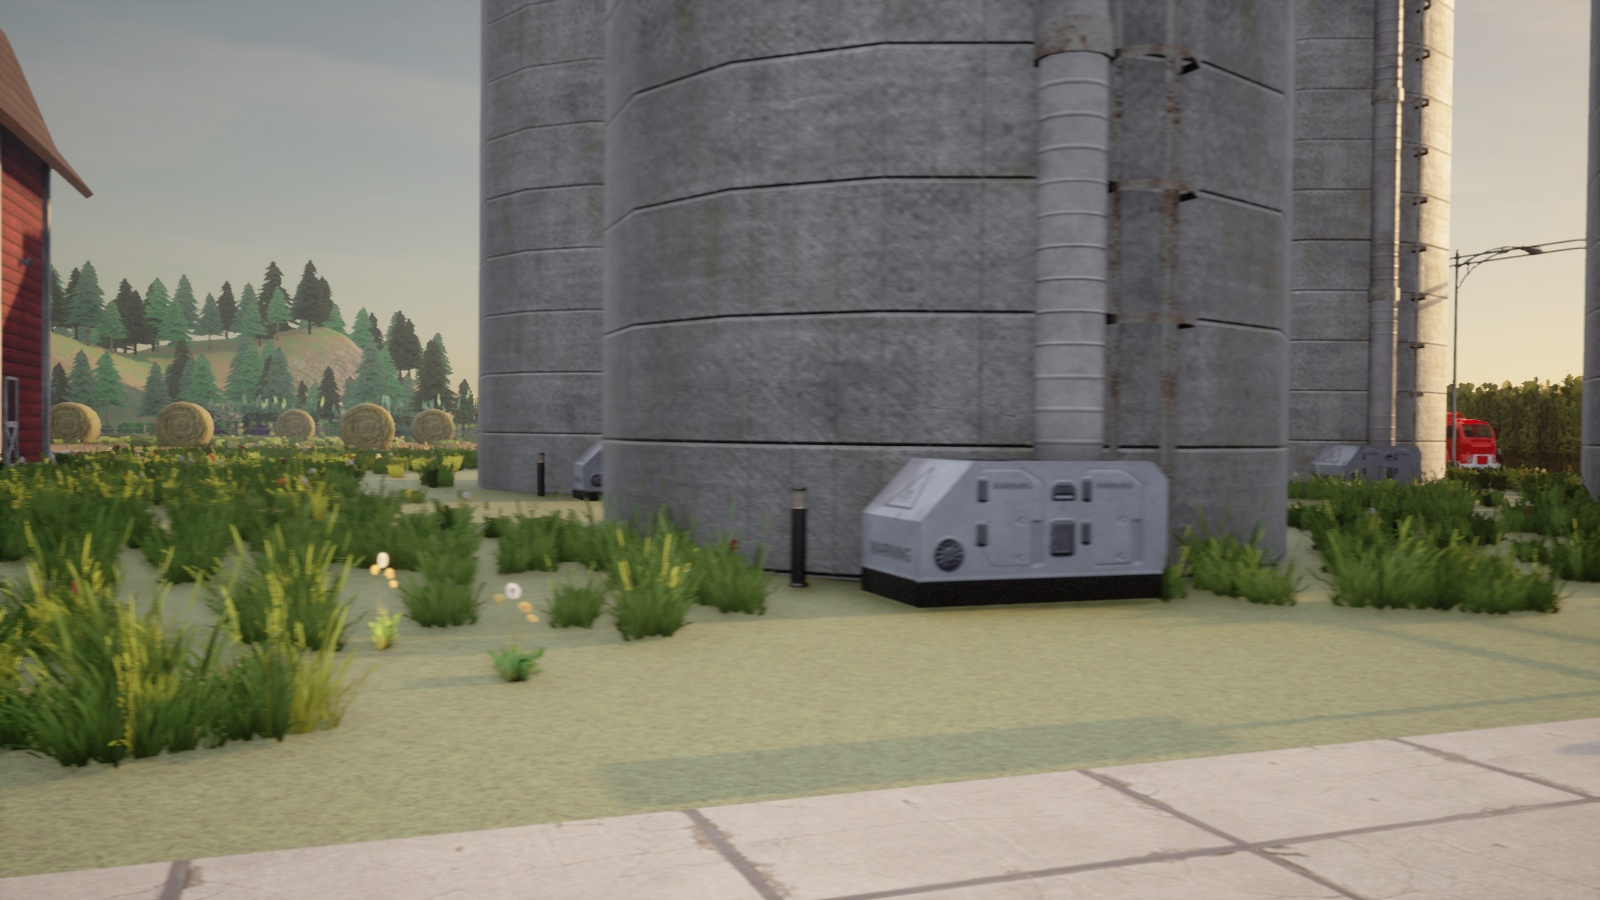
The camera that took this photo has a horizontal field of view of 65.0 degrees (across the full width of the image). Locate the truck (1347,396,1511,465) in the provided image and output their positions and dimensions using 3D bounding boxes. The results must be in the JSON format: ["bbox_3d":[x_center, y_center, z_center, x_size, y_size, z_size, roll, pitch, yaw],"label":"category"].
[{"bbox_3d":[23.934,-0.721,48.040,2.627,2.467,5.204,-1,0,-20],"label":"truck"}]
